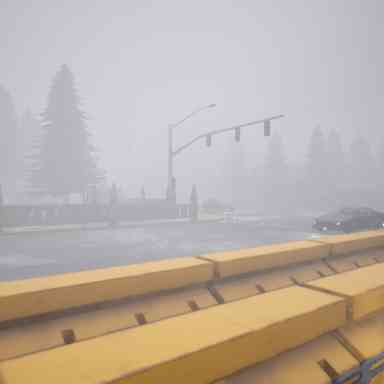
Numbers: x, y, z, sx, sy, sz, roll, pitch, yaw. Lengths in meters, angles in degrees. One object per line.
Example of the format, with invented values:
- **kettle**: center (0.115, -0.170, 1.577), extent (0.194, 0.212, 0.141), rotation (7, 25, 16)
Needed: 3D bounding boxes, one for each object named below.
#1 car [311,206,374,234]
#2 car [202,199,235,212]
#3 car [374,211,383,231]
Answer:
- **car**: center (9.188, 1.547, 19.162), extent (5.357, 1.411, 2.033), rotation (0, 0, -36)
- **car**: center (3.052, 1.526, 39.655), extent (1.812, 1.442, 4.674), rotation (0, 0, -35)
- **car**: center (11.176, 1.505, 16.281), extent (4.892, 1.490, 1.837), rotation (0, 0, -36)
